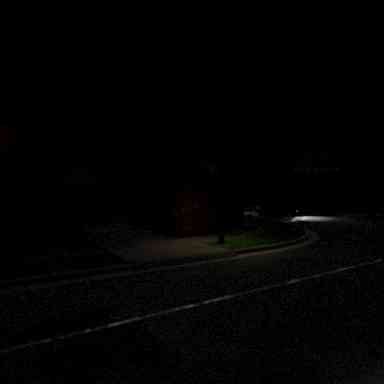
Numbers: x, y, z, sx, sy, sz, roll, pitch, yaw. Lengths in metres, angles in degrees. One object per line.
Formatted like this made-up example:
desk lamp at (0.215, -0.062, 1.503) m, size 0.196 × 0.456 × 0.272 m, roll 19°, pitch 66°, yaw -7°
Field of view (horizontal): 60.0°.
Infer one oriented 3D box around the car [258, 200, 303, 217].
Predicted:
car at (8.059, 1.477, 30.591) m, size 1.994 × 1.385 × 4.181 m, roll 0°, pitch 0°, yaw -35°

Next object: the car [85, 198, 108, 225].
car at (-7.021, 1.145, 20.709) m, size 2.152 × 1.636 × 5.027 m, roll 0°, pitch 0°, yaw -35°
